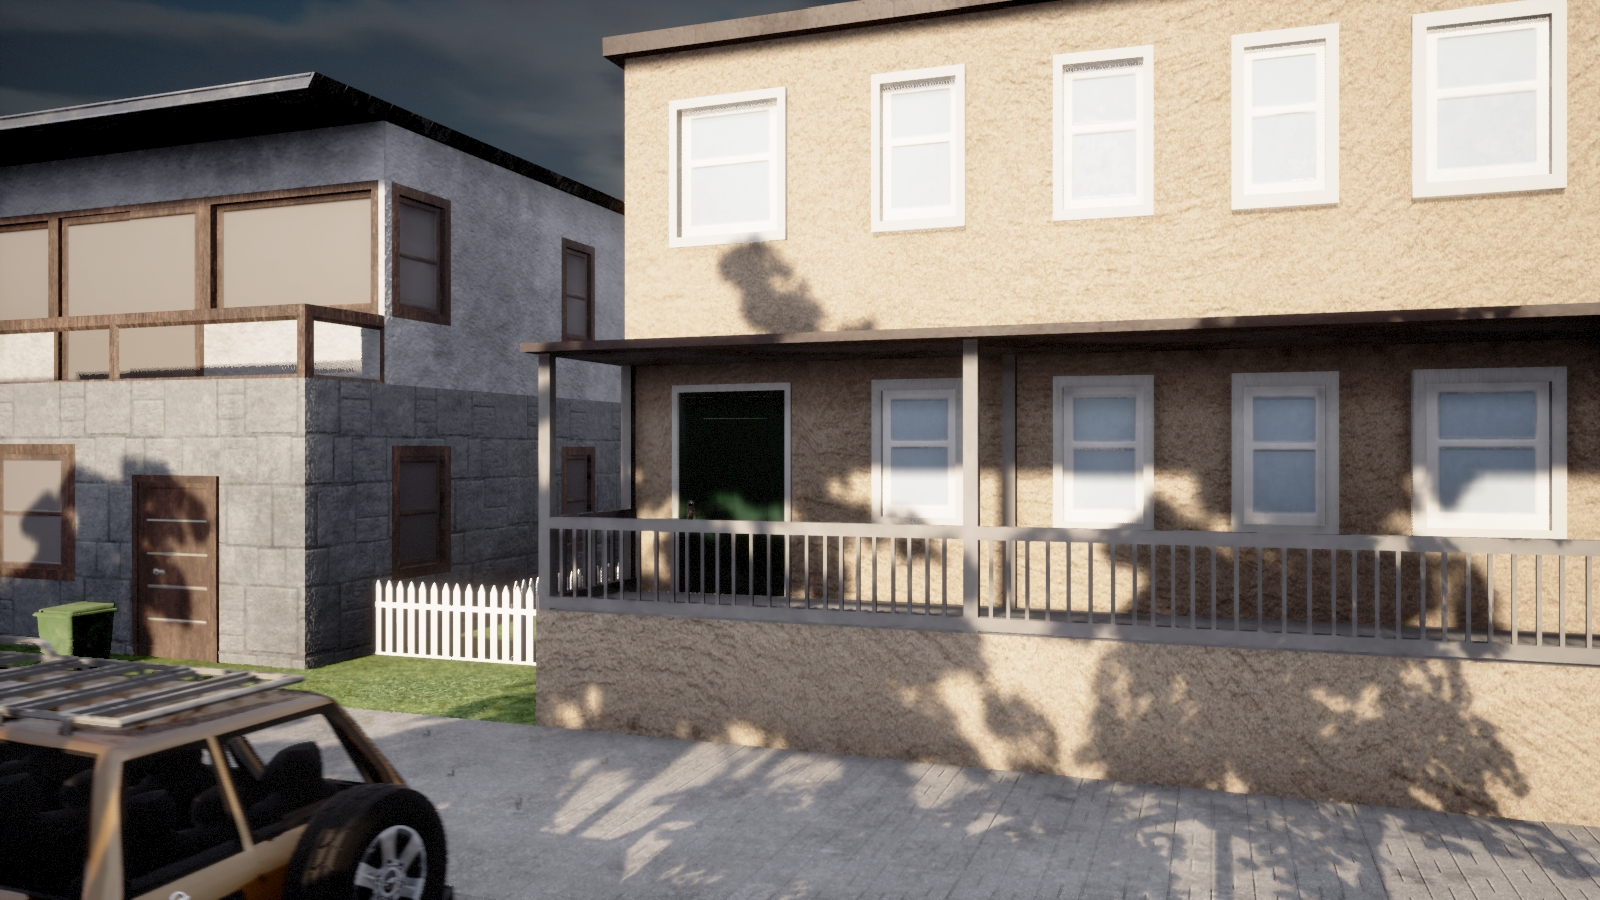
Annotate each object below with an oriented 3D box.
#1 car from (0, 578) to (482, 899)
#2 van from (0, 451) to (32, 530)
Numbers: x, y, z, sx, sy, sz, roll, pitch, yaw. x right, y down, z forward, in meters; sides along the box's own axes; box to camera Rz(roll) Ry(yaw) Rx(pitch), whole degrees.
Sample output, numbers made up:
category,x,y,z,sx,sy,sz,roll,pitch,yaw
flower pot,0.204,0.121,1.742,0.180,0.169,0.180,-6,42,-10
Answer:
category,x,y,z,sx,sy,sz,roll,pitch,yaw
car,-3.980,1.645,5.219,4.605,1.855,1.932,0,0,20
van,-27.753,1.329,35.973,1.988,2.561,5.915,0,0,20
